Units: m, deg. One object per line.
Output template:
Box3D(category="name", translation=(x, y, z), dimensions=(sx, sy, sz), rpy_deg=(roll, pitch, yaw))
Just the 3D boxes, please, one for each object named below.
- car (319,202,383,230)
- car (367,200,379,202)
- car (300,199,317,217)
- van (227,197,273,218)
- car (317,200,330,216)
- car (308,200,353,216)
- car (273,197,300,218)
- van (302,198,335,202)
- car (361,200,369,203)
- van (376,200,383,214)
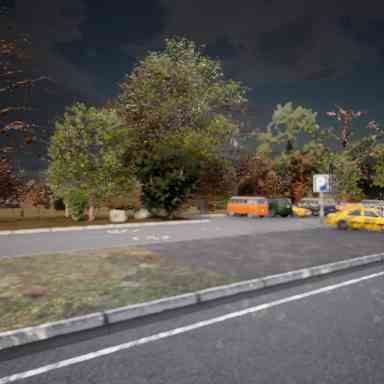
Box3D(category="car", translation=(10.630, 1.624, 19.620), dimensions=(1.946, 1.575, 5.366), rpy_deg=(1, -1, -35))
Box3D(category="car", translation=(21.158, 2.190, 43.402), dimensions=(2.097, 1.535, 5.008), rpy_deg=(2, -1, -35))
Box3D(category="car", translation=(9.987, 1.810, 35.222), dimensions=(1.946, 1.575, 5.366), rpy_deg=(2, -1, -35))
Box3D(category="van", translation=(5.207, 1.455, 32.188), dimensions=(1.878, 1.987, 4.442), rpy_deg=(1, -1, -35))
Box3D(category="car", translation=(12.136, 1.888, 36.973), dimensions=(2.231, 1.521, 4.892), rpy_deg=(2, -1, -35))
Box3D(category="car", translation=(16.664, 1.913, 40.168), dimensions=(2.185, 1.767, 4.553), rpy_deg=(2, -1, -35))
Box3D(category="car", translation=(7.614, 1.492, 33.793), dimensions=(2.435, 2.045, 5.566), rpy_deg=(1, -1, -35))
Box3D(category="van", translation=(14.326, 1.737, 38.684), dimensions=(1.878, 1.987, 4.442), rpy_deg=(2, -1, -35))
Box3D(category="car", translation=(18.800, 2.111, 41.722), dimensions=(2.097, 1.535, 5.008), rpy_deg=(2, -1, -35))
Box3D(category="van", translation=(30.248, 2.268, 49.741), dimensions=(1.878, 1.987, 4.442), rpy_deg=(2, -1, -35))
